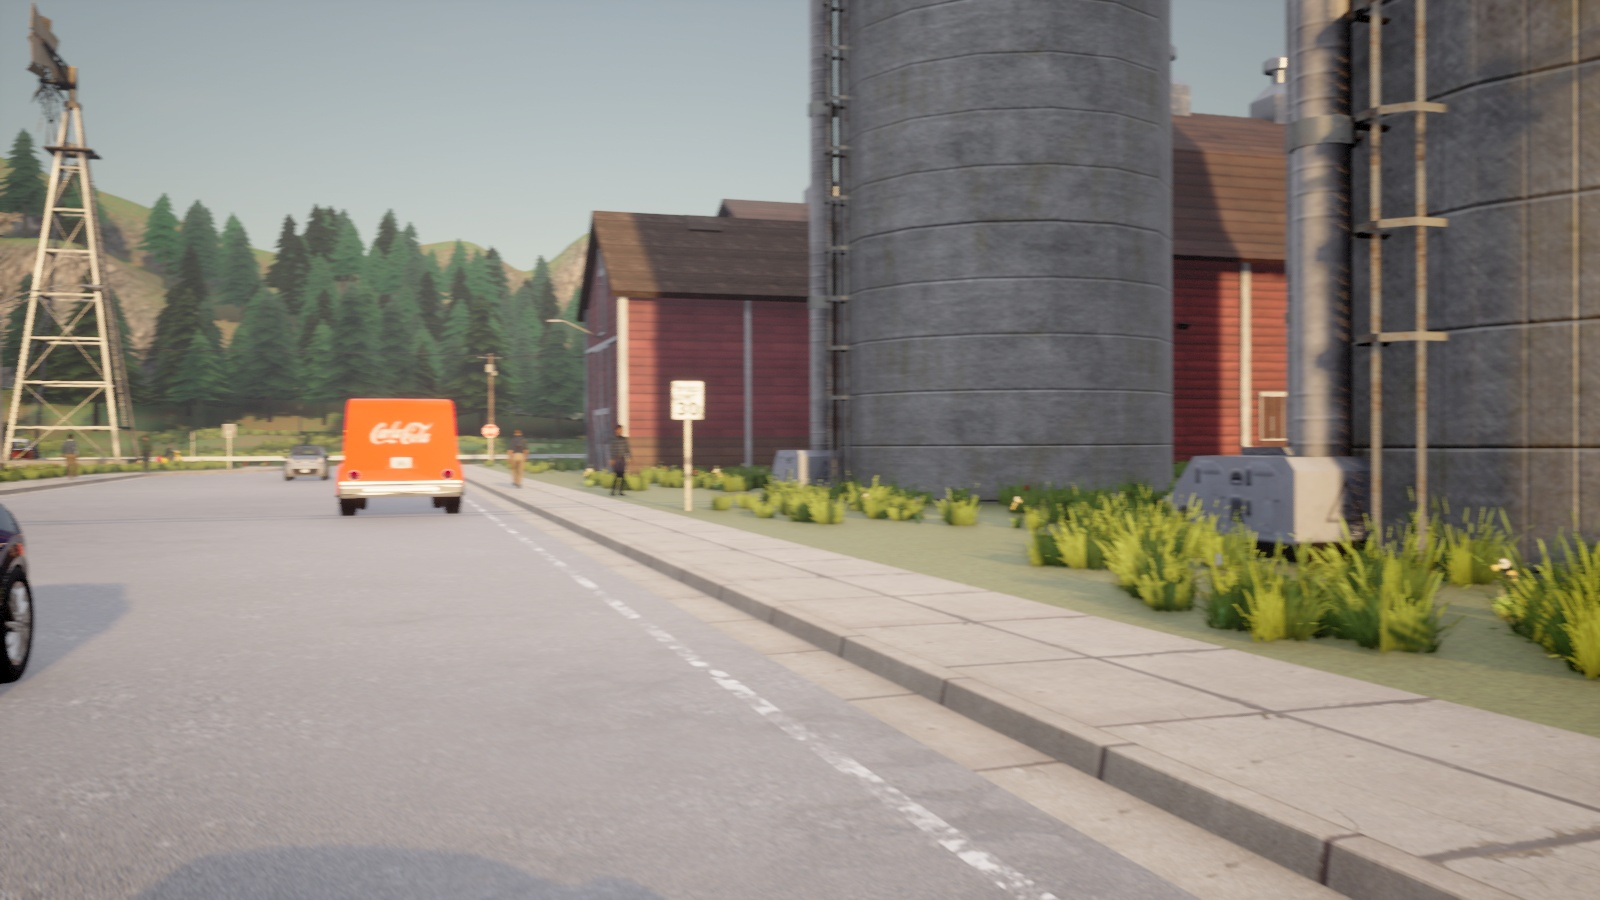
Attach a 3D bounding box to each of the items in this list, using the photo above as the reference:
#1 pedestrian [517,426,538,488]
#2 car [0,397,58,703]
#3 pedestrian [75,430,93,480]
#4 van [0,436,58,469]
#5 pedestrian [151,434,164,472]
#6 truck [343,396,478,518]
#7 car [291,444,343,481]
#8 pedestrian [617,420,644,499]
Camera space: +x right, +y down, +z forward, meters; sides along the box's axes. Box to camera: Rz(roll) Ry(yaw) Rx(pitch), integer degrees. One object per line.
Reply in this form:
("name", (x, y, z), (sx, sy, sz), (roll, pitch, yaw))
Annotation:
("pedestrian", (-8.136, 0.210, 37.532), (0.540, 1.848, 0.694), (0, 0, -17))
("car", (-5.315, 0.587, 5.974), (2.097, 1.767, 4.553), (0, 0, -18))
("pedestrian", (-28.499, 0.201, 49.991), (0.423, 1.949, 0.788), (0, 0, -15))
("van", (-49.428, 0.166, 78.922), (4.480, 2.038, 2.069), (0, 0, -17))
("pedestrian", (-31.444, 0.143, 61.478), (0.353, 1.847, 0.614), (0, 0, -8))
("truck", (-8.729, 0.124, 28.147), (2.627, 2.467, 5.204), (0, 0, -18))
("car", (-20.351, 0.516, 53.055), (1.845, 1.501, 3.633), (0, 0, -18))
("pedestrian", (-4.279, 0.229, 31.651), (0.423, 1.949, 0.788), (0, 0, -28))
